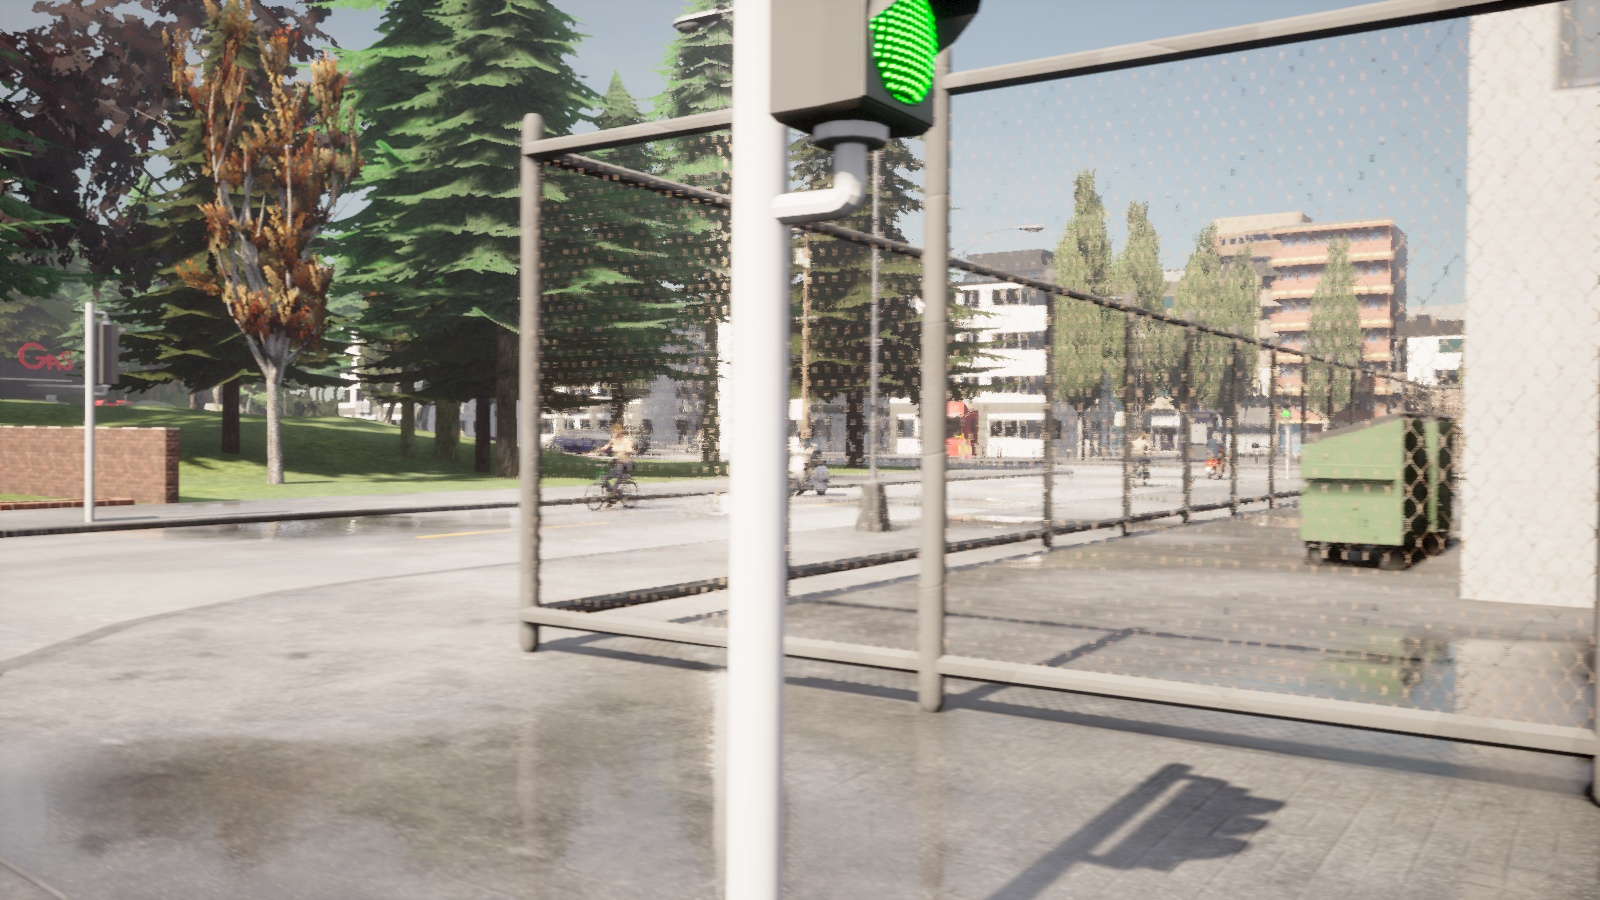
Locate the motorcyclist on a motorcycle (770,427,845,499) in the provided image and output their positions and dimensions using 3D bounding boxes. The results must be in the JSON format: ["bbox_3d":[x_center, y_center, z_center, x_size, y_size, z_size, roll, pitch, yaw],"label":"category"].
[{"bbox_3d":[0.189,0.282,28.711,0.866,1.590,1.817,0,1,33],"label":"motorcyclist on a motorcycle"}]

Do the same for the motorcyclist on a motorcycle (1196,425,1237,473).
[{"bbox_3d":[14.125,-0.032,42.578,0.866,1.590,1.817,0,1,33],"label":"motorcyclist on a motorcycle"}]

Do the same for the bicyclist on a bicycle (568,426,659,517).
[{"bbox_3d":[-3.435,0.373,23.237,0.866,1.612,1.509,0,1,33],"label":"bicyclist on a bicycle"}]

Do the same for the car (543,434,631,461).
[{"bbox_3d":[-12.150,-0.165,71.540,4.792,1.488,2.163,0,1,33],"label":"car"}]

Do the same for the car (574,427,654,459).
[{"bbox_3d":[-11.238,-0.414,75.728,4.605,1.855,1.932,0,1,33],"label":"car"}]

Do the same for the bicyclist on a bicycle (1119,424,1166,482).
[{"bbox_3d":[9.862,0.078,36.105,0.866,1.612,1.509,0,1,33],"label":"bicyclist on a bicycle"}]
